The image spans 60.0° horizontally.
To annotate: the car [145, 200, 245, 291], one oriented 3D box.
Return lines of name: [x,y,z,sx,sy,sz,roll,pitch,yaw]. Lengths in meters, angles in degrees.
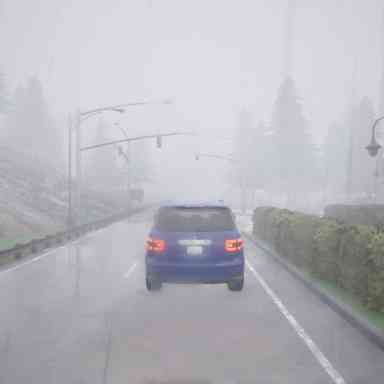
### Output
car: [0.074,1.221,9.144,2.150,2.045,5.566,0,0,0]

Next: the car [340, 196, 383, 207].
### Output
car: [16.140,1.384,30.761,5.566,2.045,2.150,0,0,0]
